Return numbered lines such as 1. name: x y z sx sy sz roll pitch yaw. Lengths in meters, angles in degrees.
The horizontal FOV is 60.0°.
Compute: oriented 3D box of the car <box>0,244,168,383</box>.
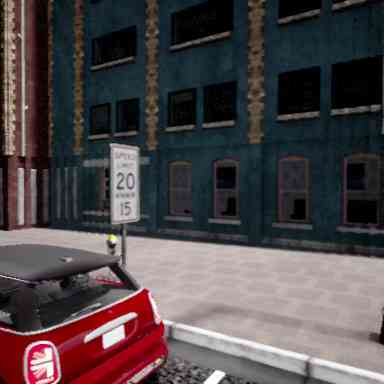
1. car: -2.396 1.401 4.197 4.097 1.590 1.967 0 2 32
